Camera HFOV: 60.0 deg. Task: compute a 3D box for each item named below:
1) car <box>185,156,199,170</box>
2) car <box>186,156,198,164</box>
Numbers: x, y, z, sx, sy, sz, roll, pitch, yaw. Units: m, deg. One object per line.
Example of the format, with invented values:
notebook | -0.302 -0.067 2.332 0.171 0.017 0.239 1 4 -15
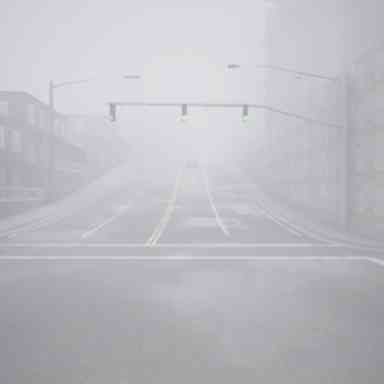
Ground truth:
car | 0.000 -4.604 51.733 2.097 1.767 4.553 0 12 0
car | -0.001 -5.957 61.771 1.994 1.385 4.181 0 5 0
